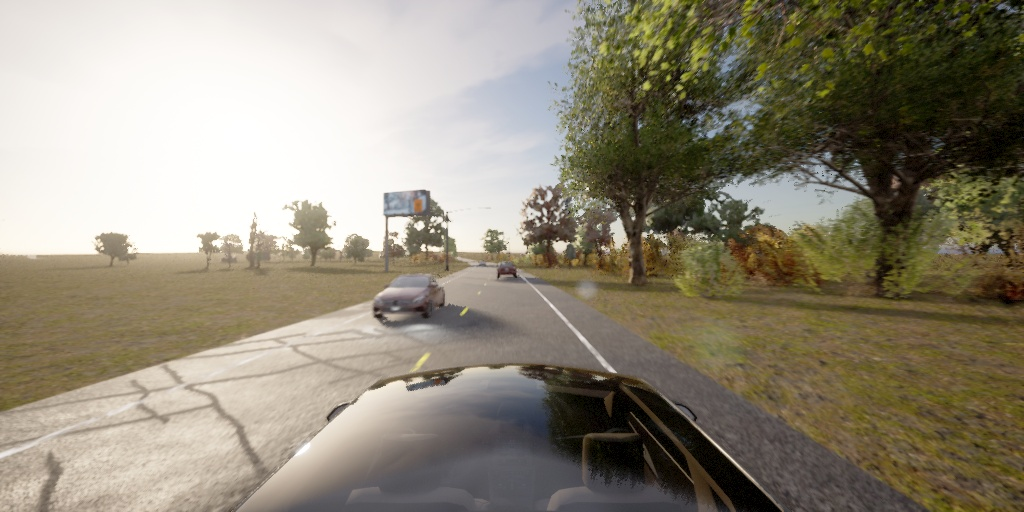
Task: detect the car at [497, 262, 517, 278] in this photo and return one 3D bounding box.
[{"bbox_3d":[-0.600,1.396,39.340,2.097,1.767,4.553,0,0,-2],"label":"car"}]

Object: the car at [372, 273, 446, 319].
[{"bbox_3d":[-3.669,1.396,13.562,1.812,1.442,4.674,0,0,-1],"label":"car"}]
